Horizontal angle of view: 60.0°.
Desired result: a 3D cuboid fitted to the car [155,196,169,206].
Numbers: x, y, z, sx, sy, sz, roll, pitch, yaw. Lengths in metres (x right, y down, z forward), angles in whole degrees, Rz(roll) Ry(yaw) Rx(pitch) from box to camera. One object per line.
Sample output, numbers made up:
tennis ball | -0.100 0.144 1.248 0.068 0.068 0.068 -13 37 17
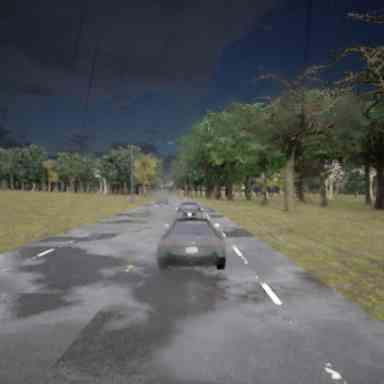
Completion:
car | -4.580 1.357 51.745 1.837 1.490 4.892 0 0 -2

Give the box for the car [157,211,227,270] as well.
car | 0.000 1.523 10.879 1.994 1.385 4.181 0 0 0

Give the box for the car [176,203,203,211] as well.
car | -0.188 1.467 24.021 2.033 1.411 5.357 0 0 0
